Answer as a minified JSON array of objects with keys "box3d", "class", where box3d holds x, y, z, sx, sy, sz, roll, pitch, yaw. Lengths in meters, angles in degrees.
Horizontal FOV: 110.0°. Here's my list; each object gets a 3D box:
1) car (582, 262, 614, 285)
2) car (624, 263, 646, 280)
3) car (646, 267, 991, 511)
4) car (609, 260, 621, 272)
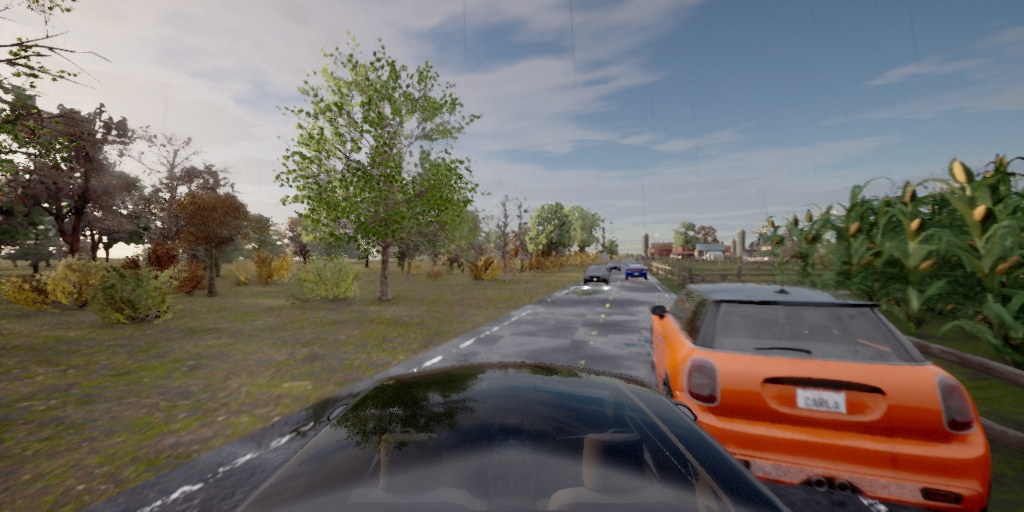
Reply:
[{"box3d":[6.685,1.428,27.990,1.837,1.490,4.892,0,0,18],"class":"car"},{"box3d":[11.581,1.415,33.501,1.882,1.535,5.008,0,0,19],"class":"car"},{"box3d":[2.988,1.110,4.683,2.097,1.767,4.553,0,-1,19],"class":"car"},{"box3d":[14.939,1.401,52.835,2.097,1.767,4.553,0,0,18],"class":"car"}]
